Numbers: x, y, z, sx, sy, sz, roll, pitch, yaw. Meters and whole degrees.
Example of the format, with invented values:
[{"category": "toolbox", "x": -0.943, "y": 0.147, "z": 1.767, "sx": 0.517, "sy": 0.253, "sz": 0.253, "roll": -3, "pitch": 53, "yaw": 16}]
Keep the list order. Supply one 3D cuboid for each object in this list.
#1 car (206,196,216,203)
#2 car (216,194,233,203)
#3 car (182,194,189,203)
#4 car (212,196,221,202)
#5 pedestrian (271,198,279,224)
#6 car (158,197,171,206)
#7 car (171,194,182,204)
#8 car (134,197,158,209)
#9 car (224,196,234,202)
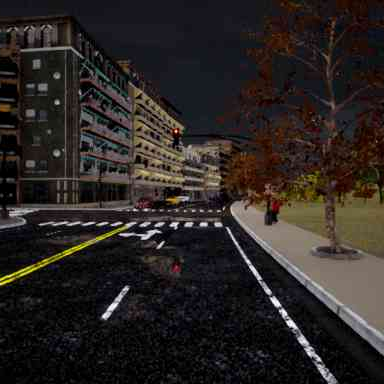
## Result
[{"category": "car", "x": 4.502, "y": 1.819, "z": 78.818, "sx": 2.128, "sy": 1.511, "sz": 4.902, "roll": 0, "pitch": 0, "yaw": 11}, {"category": "car", "x": 7.708, "y": 1.518, "z": 78.275, "sx": 2.150, "sy": 2.045, "sz": 5.566, "roll": 0, "pitch": 0, "yaw": 11}, {"category": "car", "x": -2.111, "y": 1.512, "z": 78.821, "sx": 2.150, "sy": 2.045, "sz": 5.566, "roll": 0, "pitch": 0, "yaw": 10}, {"category": "car", "x": 6.599, "y": 1.798, "z": 88.966, "sx": 1.882, "sy": 1.535, "sz": 5.008, "roll": 0, "pitch": 0, "yaw": 13}, {"category": "pedestrian", "x": 5.366, "y": 1.162, "z": 21.465, "sx": 0.375, "sy": 1.860, "sz": 0.375, "roll": 0, "pitch": 0, "yaw": 3}, {"category": "car", "x": -5.580, "y": 1.770, "z": 58.239, "sx": 1.895, "sy": 1.301, "sz": 4.718, "roll": 0, "pitch": 0, "yaw": 8}, {"category": "car", "x": -3.969, "y": 1.703, "z": 68.413, "sx": 1.882, "sy": 1.535, "sz": 5.008, "roll": 0, "pitch": 0, "yaw": 9}, {"category": "car", "x": -6.866, "y": 1.468, "z": 48.241, "sx": 2.097, "sy": 1.767, "sz": 4.553, "roll": 0, "pitch": 0, "yaw": 7}, {"category": "car", "x": 9.867, "y": 1.853, "z": 88.684, "sx": 2.128, "sy": 1.511, "sz": 4.902, "roll": 0, "pitch": 0, "yaw": 13}]
